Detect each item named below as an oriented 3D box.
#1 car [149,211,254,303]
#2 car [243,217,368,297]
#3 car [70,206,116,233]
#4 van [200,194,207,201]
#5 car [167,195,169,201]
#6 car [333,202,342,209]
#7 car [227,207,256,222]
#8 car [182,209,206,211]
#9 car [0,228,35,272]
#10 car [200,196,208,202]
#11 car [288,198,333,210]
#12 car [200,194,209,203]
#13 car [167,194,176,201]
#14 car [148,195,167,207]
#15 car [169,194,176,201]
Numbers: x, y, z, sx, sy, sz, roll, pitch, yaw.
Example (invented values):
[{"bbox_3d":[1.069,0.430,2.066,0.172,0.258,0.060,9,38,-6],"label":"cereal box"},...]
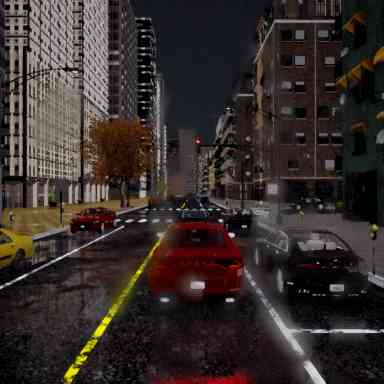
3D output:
[{"bbox_3d":[0.105,1.478,8.278,1.882,1.535,5.008,0,0,0],"label":"car"},{"bbox_3d":[2.703,1.552,8.372,2.008,1.369,4.403,0,0,0],"label":"car"},{"bbox_3d":[-5.658,1.549,19.452,1.887,1.381,4.507,0,0,0],"label":"car"},{"bbox_3d":[2.835,1.425,84.964,1.690,1.788,3.998,0,0,0],"label":"van"},{"bbox_3d":[-5.593,1.607,57.363,1.947,1.339,4.313,0,0,0],"label":"car"},{"bbox_3d":[18.889,1.259,38.870,4.829,1.417,1.752,-1,1,0],"label":"car"},{"bbox_3d":[2.722,1.555,19.438,2.008,1.369,4.403,0,0,0],"label":"car"},{"bbox_3d":[0.118,1.605,18.369,1.895,1.301,4.718,0,0,0],"label":"car"},{"bbox_3d":[-5.677,1.526,8.217,1.752,1.417,4.829,0,0,0],"label":"car"},{"bbox_3d":[2.826,1.599,79.610,1.752,1.417,4.829,0,0,0],"label":"car"},{"bbox_3d":[13.492,1.359,38.825,4.403,1.369,2.008,-1,1,0],"label":"car"},{"bbox_3d":[2.816,1.630,73.917,1.947,1.339,4.313,0,0,0],"label":"car"},{"bbox_3d":[-5.537,1.410,90.500,2.192,1.841,5.009,0,0,0],"label":"car"},{"bbox_3d":[-5.603,1.349,51.841,2.192,1.841,5.009,0,0,0],"label":"car"},{"bbox_3d":[-5.546,1.650,84.978,1.947,1.339,4.313,0,0,0],"label":"car"}]
